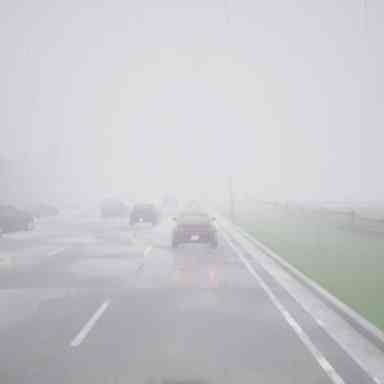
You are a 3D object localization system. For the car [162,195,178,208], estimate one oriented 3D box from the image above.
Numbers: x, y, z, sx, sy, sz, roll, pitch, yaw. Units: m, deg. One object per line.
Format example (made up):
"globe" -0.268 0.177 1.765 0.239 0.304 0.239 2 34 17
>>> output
"car" -3.394 1.449 50.688 2.150 2.045 5.566 0 0 0

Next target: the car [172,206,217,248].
"car" 0.103 1.594 15.076 1.812 1.442 4.674 0 0 0

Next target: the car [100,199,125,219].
"car" -6.898 1.686 30.776 2.033 1.411 5.357 0 0 0

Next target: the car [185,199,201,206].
"car" 0.103 1.629 38.568 1.801 1.575 5.366 0 0 0

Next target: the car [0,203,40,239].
"car" -10.399 1.432 17.876 2.097 1.767 4.553 0 0 0

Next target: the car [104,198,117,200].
"car" -10.394 1.546 43.391 2.097 1.767 4.553 0 0 0

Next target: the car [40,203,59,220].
"car" -13.899 1.682 30.009 2.033 1.411 5.357 0 0 0

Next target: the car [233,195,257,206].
"car" 8.928 1.463 55.650 3.866 1.878 1.905 0 0 0

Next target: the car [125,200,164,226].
"car" -3.395 1.616 24.592 1.837 1.490 4.892 0 0 0
